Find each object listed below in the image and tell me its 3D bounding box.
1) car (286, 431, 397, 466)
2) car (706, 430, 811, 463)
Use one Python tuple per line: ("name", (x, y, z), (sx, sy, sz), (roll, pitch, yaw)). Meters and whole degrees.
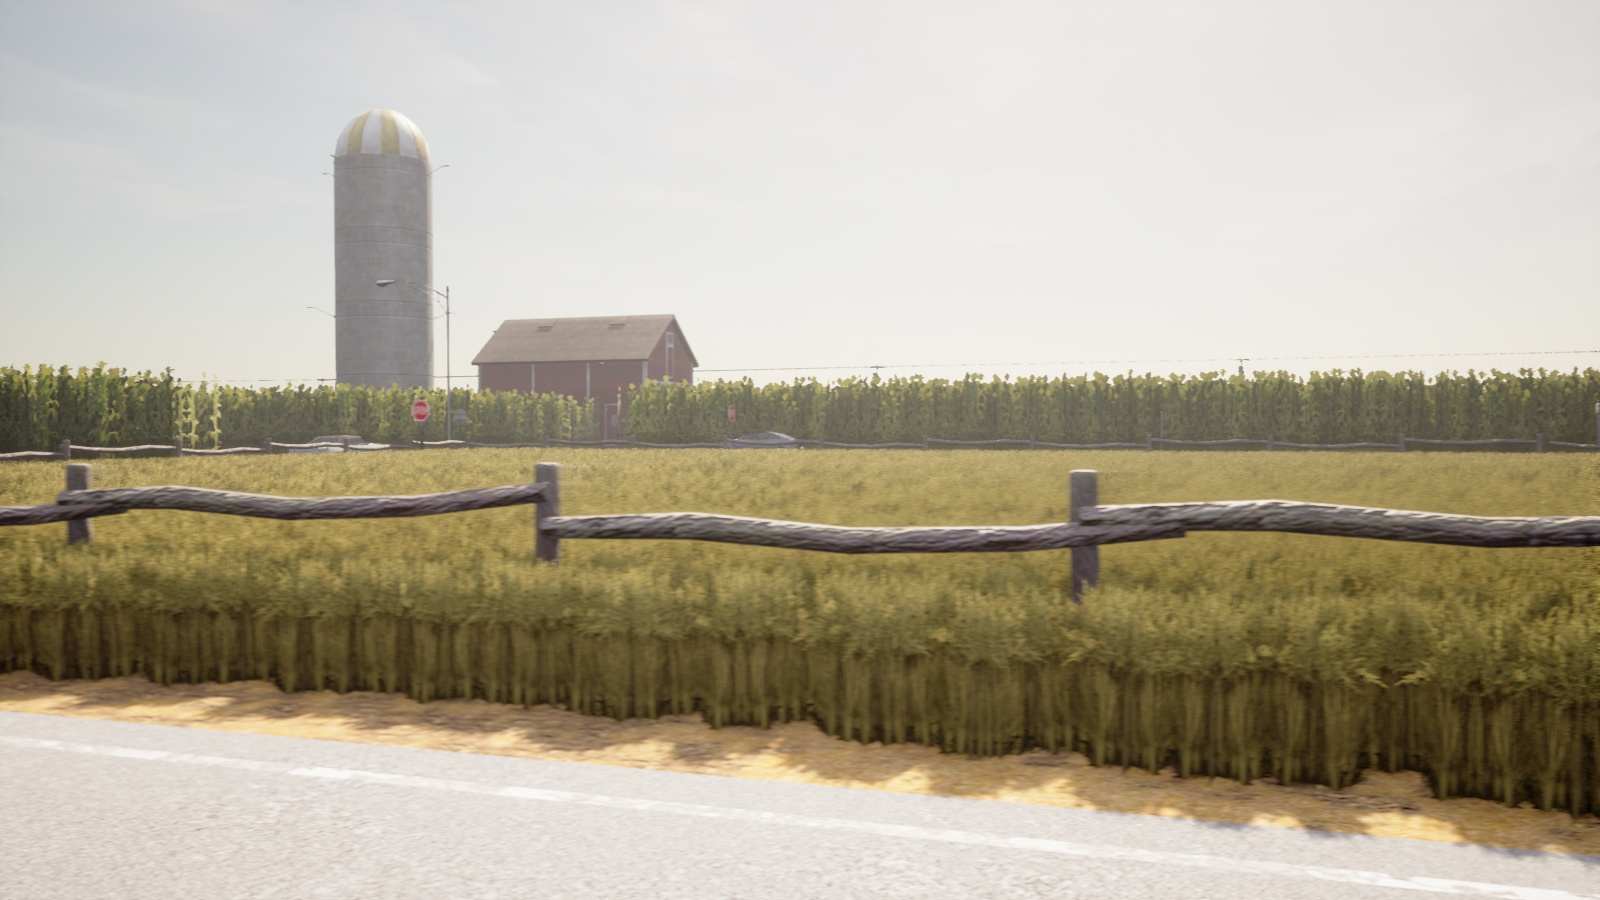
("car", (-18.852, -0.098, 51.929), (1.895, 1.301, 4.718), (0, 2, 16))
("car", (-1.824, -0.164, 55.675), (4.181, 1.385, 1.994), (1, 1, 19))
